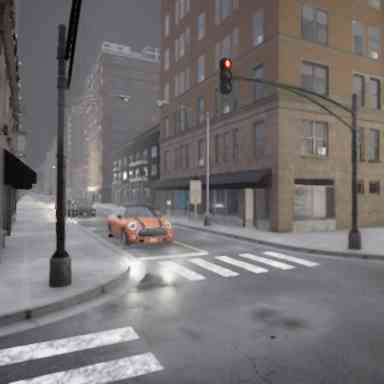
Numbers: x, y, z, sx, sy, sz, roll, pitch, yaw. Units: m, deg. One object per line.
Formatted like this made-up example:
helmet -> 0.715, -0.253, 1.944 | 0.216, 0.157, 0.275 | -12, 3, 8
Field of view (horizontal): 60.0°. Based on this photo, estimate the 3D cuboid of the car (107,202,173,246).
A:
car -> -2.563, 1.409, 15.707 | 2.097, 1.767, 4.553 | 0, 0, -26

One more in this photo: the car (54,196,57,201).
car -> -18.419, 1.679, 47.923 | 1.812, 1.442, 4.674 | 0, 0, -26

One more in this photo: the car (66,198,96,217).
car -> -10.616, 1.433, 31.968 | 2.097, 1.767, 4.553 | 0, 0, -26
